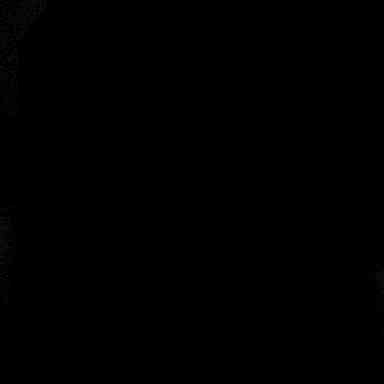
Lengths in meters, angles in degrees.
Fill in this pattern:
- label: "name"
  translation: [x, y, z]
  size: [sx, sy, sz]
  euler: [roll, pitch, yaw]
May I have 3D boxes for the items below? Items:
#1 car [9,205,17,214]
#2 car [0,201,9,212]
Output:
- label: "car"
  translation: [-16.225, 1.525, 33.541]
  size: [1.802, 1.307, 4.206]
  euler: [0, -1, 36]
- label: "car"
  translation: [-19.368, 1.181, 29.152]
  size: [2.192, 1.841, 5.009]
  euler: [0, -1, 36]
